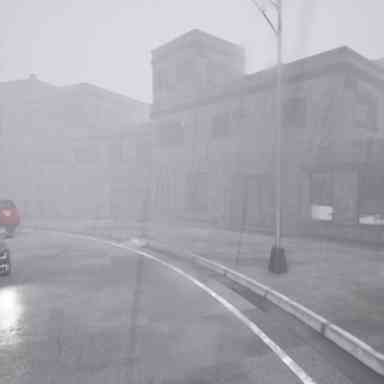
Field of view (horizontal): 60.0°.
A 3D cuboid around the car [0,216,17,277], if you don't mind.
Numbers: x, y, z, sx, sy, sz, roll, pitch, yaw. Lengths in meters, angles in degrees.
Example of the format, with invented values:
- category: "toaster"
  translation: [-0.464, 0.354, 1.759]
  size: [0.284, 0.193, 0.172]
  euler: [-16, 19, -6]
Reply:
- category: "car"
  translation: [-6.739, 1.693, 10.182]
  size: [1.837, 1.490, 4.892]
  euler: [0, -1, -34]

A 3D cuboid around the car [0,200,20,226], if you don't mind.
- category: "car"
  translation: [-13.526, 1.592, 21.327]
  size: [5.566, 2.045, 2.150]
  euler: [-3, 0, 27]
